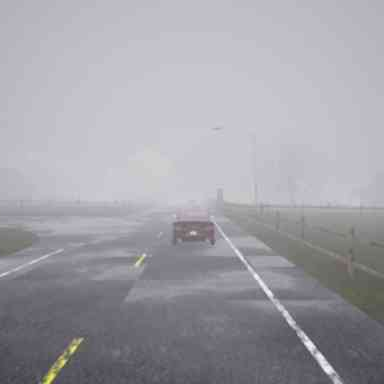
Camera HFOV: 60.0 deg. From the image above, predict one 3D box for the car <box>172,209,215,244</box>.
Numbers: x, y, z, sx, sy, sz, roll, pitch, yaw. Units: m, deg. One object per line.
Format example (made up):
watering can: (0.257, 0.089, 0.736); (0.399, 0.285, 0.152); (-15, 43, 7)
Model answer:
car: (0.074, 1.571, 16.254); (1.882, 1.535, 5.008); (0, 0, 0)

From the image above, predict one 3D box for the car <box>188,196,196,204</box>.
car: (-0.015, 1.944, 74.711); (2.128, 1.511, 4.902); (0, 0, 0)

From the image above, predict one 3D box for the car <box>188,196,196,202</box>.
car: (-0.016, 1.835, 85.134); (2.128, 1.511, 4.902); (0, 0, 0)
